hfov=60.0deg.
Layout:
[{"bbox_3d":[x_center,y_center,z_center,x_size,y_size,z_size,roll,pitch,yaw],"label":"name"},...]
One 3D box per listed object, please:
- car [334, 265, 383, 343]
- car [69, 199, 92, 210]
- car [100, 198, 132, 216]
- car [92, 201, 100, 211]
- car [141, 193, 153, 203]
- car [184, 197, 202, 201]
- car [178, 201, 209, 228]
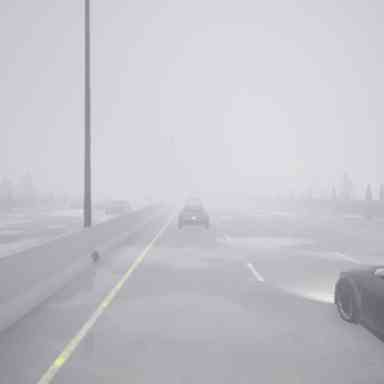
[{"bbox_3d":[3.603,1.557,4.463,1.994,1.385,4.181,0,0,0],"label":"car"},{"bbox_3d":[-14.069,1.557,42.209,1.994,1.385,4.181,0,0,0],"label":"car"},{"bbox_3d":[-7.073,1.487,32.192,1.837,1.490,4.892,0,0,0],"label":"car"},{"bbox_3d":[-10.572,1.517,41.311,1.812,1.442,4.674,0,0,0],"label":"car"},{"bbox_3d":[-9.881,1.298,72.591,2.150,2.045,5.566,0,0,-12],"label":"car"},{"bbox_3d":[0.125,1.340,39.614,2.097,1.767,4.553,0,0,0],"label":"car"},{"bbox_3d":[0.114,1.543,22.078,1.994,1.385,4.181,0,0,0],"label":"car"}]
